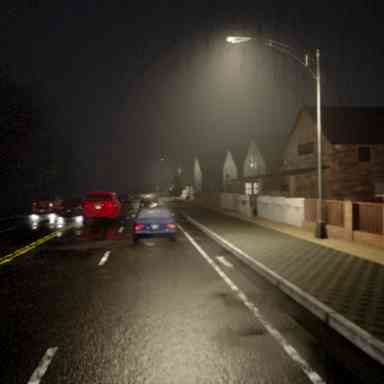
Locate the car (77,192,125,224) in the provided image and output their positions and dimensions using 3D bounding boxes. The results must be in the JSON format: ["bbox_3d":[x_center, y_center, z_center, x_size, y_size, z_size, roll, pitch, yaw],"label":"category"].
[{"bbox_3d":[-6.094,1.007,22.946,2.150,2.045,5.566,-1,1,-8],"label":"car"}]

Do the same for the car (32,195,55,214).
[{"bbox_3d":[-14.265,1.154,33.123,2.097,1.767,4.553,-1,1,-8],"label":"car"}]

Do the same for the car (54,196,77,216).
[{"bbox_3d":[-10.568,1.250,30.122,1.882,1.535,5.008,-1,1,-8],"label":"car"}]

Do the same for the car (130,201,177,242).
[{"bbox_3d":[-1.755,1.359,15.314,2.033,1.411,5.357,-1,1,-8],"label":"car"}]

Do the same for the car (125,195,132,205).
[{"bbox_3d":[-9.238,1.067,45.345,2.033,1.411,5.357,-1,1,-8],"label":"car"}]

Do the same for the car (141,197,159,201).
[{"bbox_3d":[-4.288,1.199,33.334,1.895,1.301,4.718,-1,1,-8],"label":"car"}]
